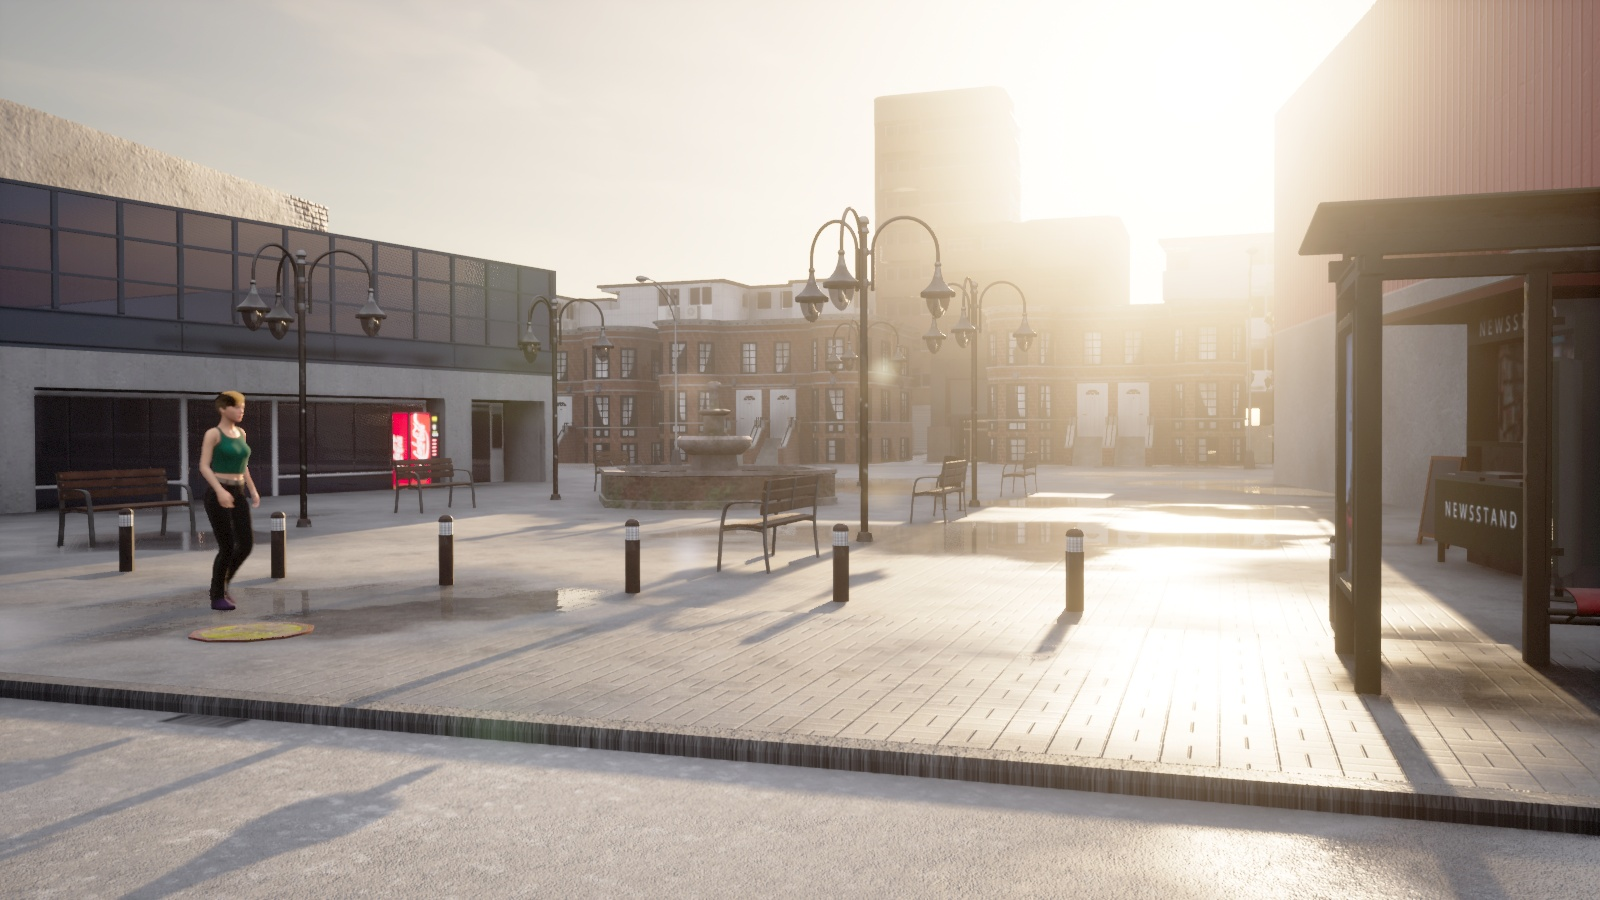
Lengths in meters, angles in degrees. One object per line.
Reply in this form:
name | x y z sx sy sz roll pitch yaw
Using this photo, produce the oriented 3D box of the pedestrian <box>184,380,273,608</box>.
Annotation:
pedestrian | -4.723 0.352 10.381 0.594 1.836 0.345 1 1 20
